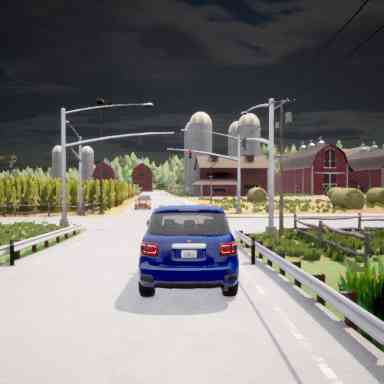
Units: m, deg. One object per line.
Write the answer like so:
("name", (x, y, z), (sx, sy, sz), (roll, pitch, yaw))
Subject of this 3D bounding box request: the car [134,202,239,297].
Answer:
("car", (-0.109, 1.365, 9.053), (2.150, 2.045, 5.566), (0, -2, -1))

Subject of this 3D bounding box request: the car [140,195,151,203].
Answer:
("car", (-8.849, 1.234, 63.135), (1.994, 1.385, 4.181), (0, 1, -7))

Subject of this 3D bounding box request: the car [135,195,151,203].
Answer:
("car", (-6.390, 1.335, 43.508), (2.097, 1.767, 4.553), (0, 1, -7))

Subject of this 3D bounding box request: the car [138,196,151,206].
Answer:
("car", (-7.602, 1.393, 53.170), (1.994, 1.385, 4.181), (0, 1, -8))
